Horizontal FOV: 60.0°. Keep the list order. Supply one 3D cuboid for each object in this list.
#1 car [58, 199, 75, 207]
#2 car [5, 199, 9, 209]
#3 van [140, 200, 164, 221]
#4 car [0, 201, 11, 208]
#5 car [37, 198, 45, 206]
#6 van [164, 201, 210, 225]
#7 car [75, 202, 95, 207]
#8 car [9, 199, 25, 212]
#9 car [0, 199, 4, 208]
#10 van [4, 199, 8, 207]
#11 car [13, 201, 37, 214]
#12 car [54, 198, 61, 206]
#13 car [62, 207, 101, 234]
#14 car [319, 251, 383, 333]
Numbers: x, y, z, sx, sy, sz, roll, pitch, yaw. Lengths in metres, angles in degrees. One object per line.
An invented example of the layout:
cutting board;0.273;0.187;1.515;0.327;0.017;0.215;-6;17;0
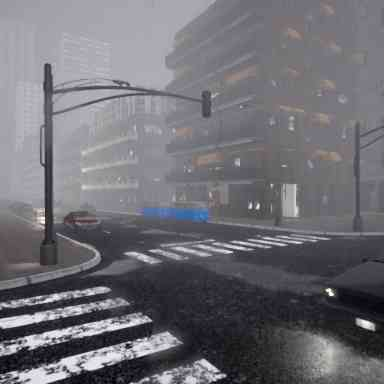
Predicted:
car;-21.899;2.304;59.159;1.752;1.417;4.829;-1;0;-33
car;-28.796;2.359;54.457;2.008;1.369;4.403;-1;0;-33
van;-3.353;1.675;30.929;1.690;1.788;3.998;-1;0;-33
car;-41.134;2.655;73.160;2.008;1.369;4.403;-1;0;-33
car;-34.114;2.388;77.743;2.192;1.841;5.009;-1;0;-33
van;-0.277;1.601;26.247;1.690;1.788;3.998;-1;0;-33
car;-15.652;2.211;49.654;1.802;1.307;4.206;-1;0;-33
car;-25.723;2.175;49.775;1.967;1.590;4.097;-1;0;-33
car;-38.049;2.346;68.489;2.192;1.841;5.009;-1;0;-33
van;-31.877;2.223;59.138;1.690;1.788;3.998;-1;0;-33
car;-22.644;2.243;45.094;1.802;1.307;4.206;-1;0;-33
car;-27.962;2.240;68.380;2.192;1.841;5.009;-1;0;-33
car;-7.263;1.874;21.687;1.802;1.307;4.206;-1;0;-33
car;4.841;1.596;6.414;5.357;1.411;2.033;0;0;-33
